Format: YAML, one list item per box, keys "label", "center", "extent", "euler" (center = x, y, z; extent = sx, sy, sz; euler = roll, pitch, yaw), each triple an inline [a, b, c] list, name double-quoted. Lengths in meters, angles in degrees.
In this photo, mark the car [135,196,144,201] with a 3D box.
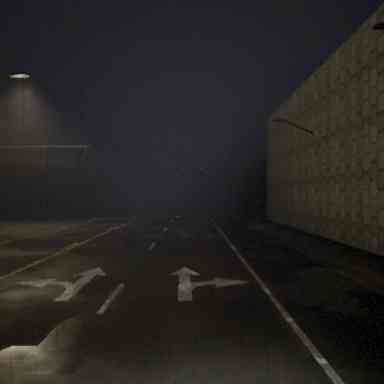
- label: "car"
  center: [-13.987, 1.789, 88.720]
  extent: [2.097, 1.767, 4.553]
  euler: [0, -1, 0]
